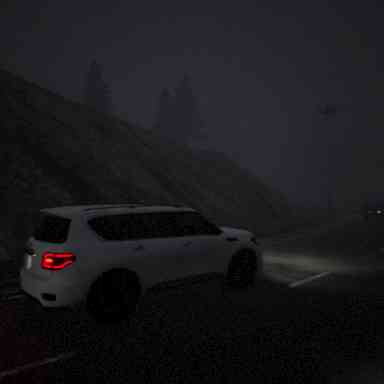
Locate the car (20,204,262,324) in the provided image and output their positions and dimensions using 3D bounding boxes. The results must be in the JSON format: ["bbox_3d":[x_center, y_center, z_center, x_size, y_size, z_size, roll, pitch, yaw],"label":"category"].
[{"bbox_3d":[-0.800,1.290,7.604,5.566,2.045,2.150,0,0,-39],"label":"car"}]

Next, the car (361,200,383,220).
[{"bbox_3d":[15.550,1.622,28.172,2.033,1.411,5.357,-1,0,23],"label":"car"}]
